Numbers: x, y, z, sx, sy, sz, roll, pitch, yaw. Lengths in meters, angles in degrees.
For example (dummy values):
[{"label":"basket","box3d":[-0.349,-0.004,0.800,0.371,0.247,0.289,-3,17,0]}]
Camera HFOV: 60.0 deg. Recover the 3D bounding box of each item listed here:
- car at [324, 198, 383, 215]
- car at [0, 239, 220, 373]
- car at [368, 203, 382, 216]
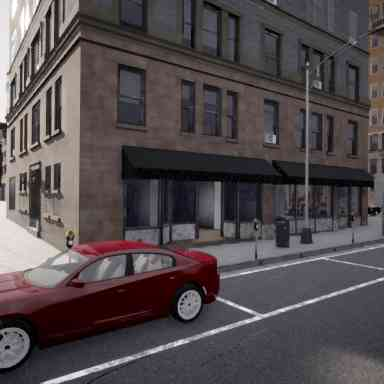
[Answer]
[{"label":"car","box3d":[16.234,1.411,33.312,2.033,1.411,5.357,1,0,-35]},{"label":"car","box3d":[-1.574,1.545,5.630,4.507,1.381,1.887,0,1,-35]},{"label":"car","box3d":[14.468,1.443,30.161,1.895,1.301,4.718,1,0,-35]}]
